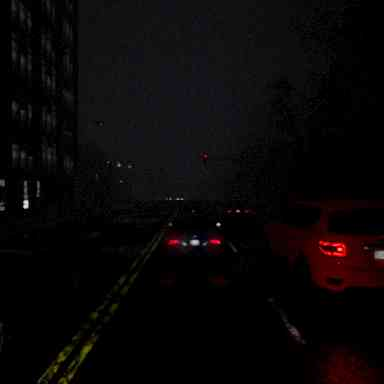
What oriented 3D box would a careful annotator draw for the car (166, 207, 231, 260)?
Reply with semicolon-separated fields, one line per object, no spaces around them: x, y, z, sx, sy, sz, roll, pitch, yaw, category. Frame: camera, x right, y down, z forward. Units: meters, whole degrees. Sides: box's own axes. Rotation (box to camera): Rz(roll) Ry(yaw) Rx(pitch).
0.090;1.491;12.128;2.033;1.411;5.357;0;0;0;car

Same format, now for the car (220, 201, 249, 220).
3.340;1.423;26.664;2.033;1.411;5.357;0;0;0;car

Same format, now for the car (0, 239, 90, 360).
-3.353;1.574;5.651;1.895;1.301;4.718;0;0;0;car

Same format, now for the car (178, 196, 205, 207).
0.089;1.352;29.946;2.128;1.511;4.902;0;0;0;car

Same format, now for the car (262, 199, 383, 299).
3.346;1.181;8.504;2.150;2.045;5.566;0;0;0;car
